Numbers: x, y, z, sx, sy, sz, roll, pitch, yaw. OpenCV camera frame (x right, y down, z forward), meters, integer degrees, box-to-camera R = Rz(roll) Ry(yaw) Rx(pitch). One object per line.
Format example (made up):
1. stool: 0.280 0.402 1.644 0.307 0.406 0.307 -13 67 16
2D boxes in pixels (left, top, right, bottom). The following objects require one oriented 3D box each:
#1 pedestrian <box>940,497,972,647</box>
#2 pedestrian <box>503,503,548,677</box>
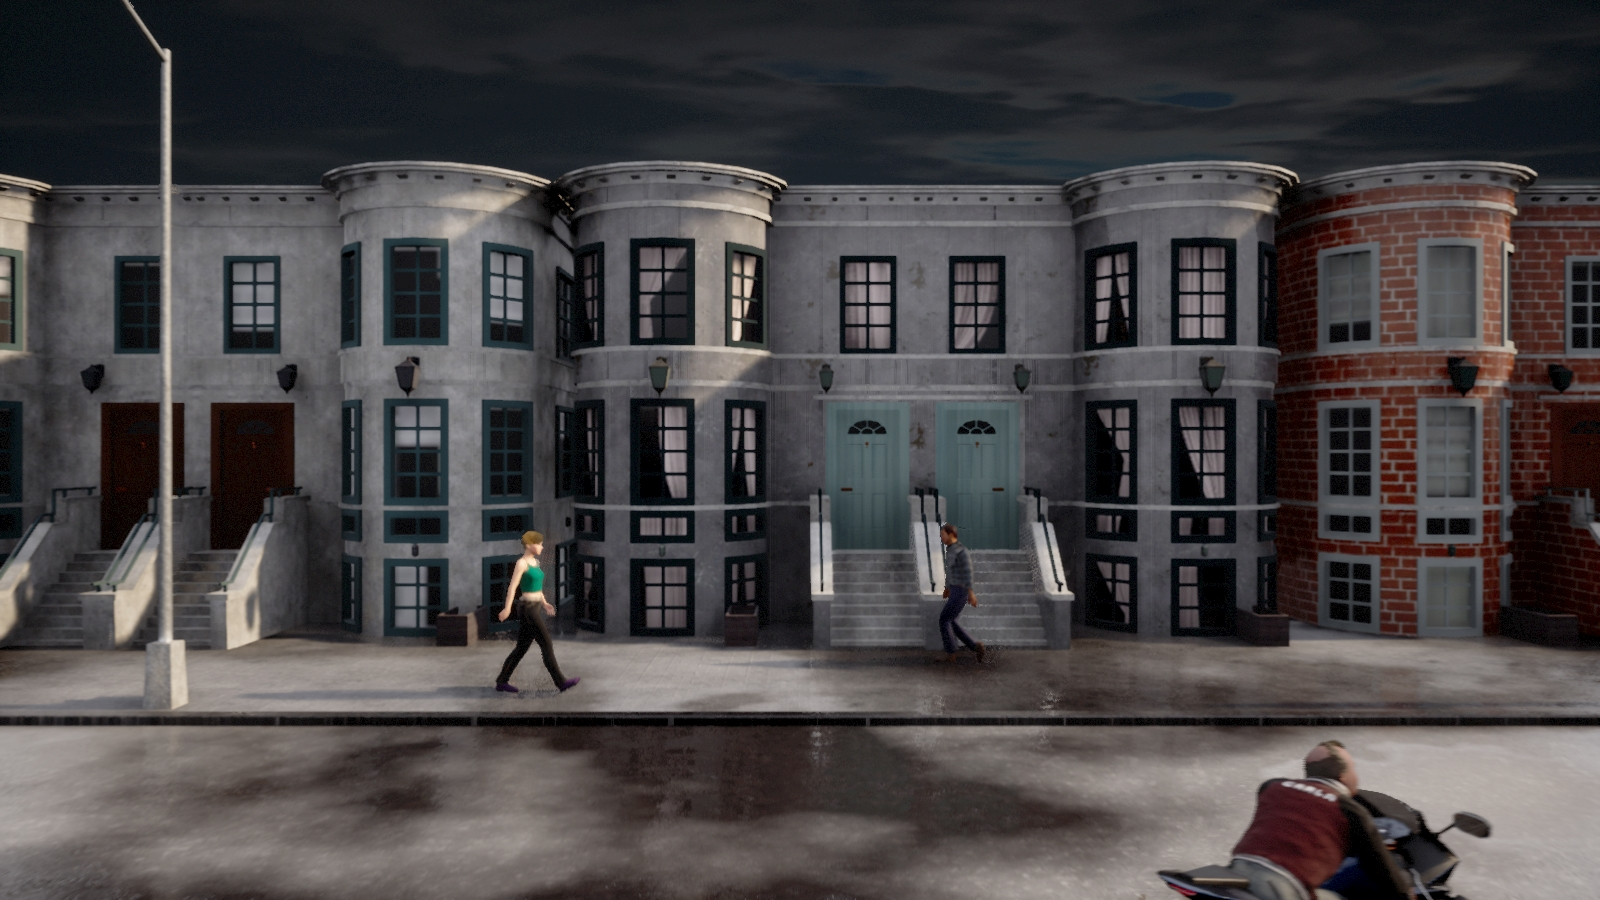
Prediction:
1. pedestrian: 1.964 1.528 14.426 0.375 1.860 0.375 0 0 3
2. pedestrian: -3.019 1.528 12.584 0.375 1.860 0.375 0 0 8
